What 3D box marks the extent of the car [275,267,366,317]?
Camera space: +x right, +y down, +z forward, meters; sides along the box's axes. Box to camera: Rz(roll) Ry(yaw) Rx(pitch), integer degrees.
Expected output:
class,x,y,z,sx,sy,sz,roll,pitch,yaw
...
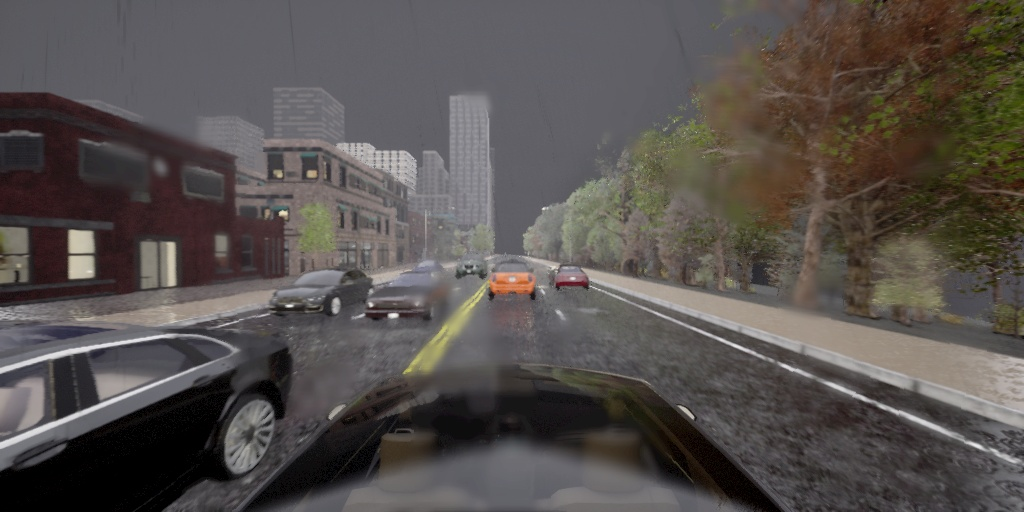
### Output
class,x,y,z,sx,sy,sz,roll,pitch,yaw
car,-6.498,1.187,12.908,1.837,1.490,4.892,0,0,0

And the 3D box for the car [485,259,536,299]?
class,x,y,z,sx,sy,sz,roll,pitch,yaw
car,0.029,1.005,17.525,2.097,1.767,4.553,0,0,0

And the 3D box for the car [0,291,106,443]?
class,x,y,z,sx,sy,sz,roll,pitch,yaw
car,-6.513,1.239,2.349,2.128,1.511,4.902,0,0,0

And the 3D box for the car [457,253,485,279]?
class,x,y,z,sx,sy,sz,roll,pitch,yaw
car,-3.256,0.802,29.983,2.150,2.045,5.566,0,0,0

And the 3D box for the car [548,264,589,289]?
class,x,y,z,sx,sy,sz,roll,pitch,yaw
car,3.355,1.191,21.764,1.994,1.385,4.181,0,0,0

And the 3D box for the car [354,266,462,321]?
class,x,y,z,sx,sy,sz,roll,pitch,yaw
car,-3.249,1.232,12.490,2.033,1.411,5.357,0,0,0

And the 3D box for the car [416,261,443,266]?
class,x,y,z,sx,sy,sz,roll,pitch,yaw
car,-6.524,1.110,28.544,1.812,1.442,4.674,0,0,1

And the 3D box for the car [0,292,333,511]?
class,x,y,z,sx,sy,sz,roll,pitch,yaw
car,-3.270,1.241,1.874,2.128,1.511,4.902,0,0,0
